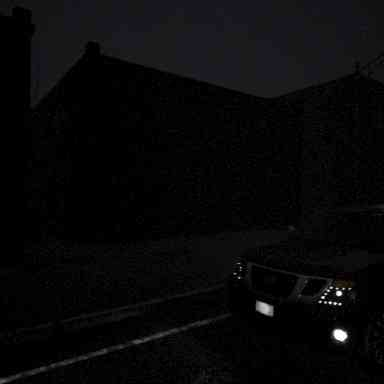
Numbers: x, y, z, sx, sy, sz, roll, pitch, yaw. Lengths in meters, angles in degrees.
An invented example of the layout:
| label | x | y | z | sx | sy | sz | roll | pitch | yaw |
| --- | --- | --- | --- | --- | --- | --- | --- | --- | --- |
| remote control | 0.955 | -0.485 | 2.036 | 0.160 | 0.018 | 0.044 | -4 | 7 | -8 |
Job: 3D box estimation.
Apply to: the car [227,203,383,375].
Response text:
| label | x | y | z | sx | sy | sz | roll | pitch | yaw |
| --- | --- | --- | --- | --- | --- | --- | --- | --- | --- |
| car | 3.208 | 1.233 | 5.959 | 5.566 | 2.045 | 2.150 | 2 | -1 | -35 |
